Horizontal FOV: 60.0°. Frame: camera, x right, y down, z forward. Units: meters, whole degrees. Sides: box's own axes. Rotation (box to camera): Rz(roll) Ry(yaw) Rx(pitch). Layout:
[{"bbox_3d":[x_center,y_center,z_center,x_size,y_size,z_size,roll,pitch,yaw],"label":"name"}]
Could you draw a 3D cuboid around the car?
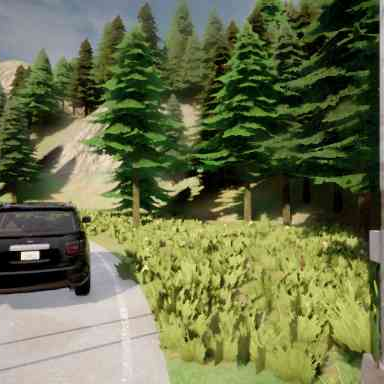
[{"bbox_3d":[-3.807,1.245,8.497,2.150,2.045,5.566,0,0,-20],"label":"car"}]
